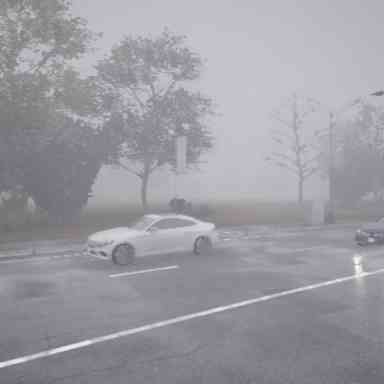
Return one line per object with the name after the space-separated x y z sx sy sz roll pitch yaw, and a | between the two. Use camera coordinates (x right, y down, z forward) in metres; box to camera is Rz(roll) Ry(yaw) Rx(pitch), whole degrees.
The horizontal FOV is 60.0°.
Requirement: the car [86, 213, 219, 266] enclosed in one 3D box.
-1.198 1.489 11.460 4.674 1.442 1.812 0 0 -33 | car

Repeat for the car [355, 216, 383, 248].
8.603 1.494 13.329 4.674 1.442 1.812 0 0 -29 | car
